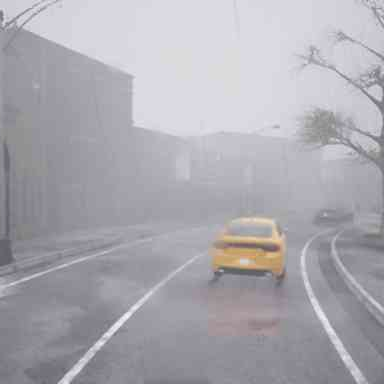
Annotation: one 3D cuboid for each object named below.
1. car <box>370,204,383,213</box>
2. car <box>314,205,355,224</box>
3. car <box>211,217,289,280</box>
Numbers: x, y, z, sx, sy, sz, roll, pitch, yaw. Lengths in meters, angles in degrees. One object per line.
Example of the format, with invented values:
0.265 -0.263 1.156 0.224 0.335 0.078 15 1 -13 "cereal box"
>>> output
23.941 1.919 39.901 5.357 1.411 2.033 1 1 -22 "car"
11.585 1.762 26.927 1.994 1.385 4.181 1 0 43 "car"
1.942 1.522 10.361 1.882 1.535 5.008 0 0 16 "car"
